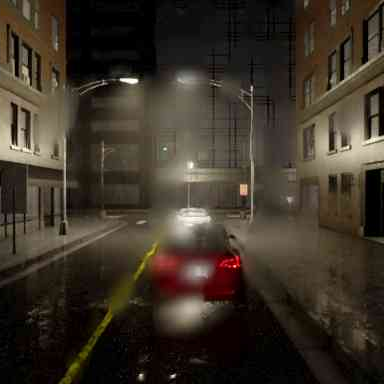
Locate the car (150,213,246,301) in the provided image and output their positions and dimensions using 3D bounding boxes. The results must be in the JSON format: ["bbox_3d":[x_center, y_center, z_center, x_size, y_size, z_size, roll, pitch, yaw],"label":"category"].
[{"bbox_3d":[0.108,1.507,8.407,2.163,1.488,4.792,0,0,0],"label":"car"}]

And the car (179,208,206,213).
[{"bbox_3d":[0.011,1.609,19.635,1.895,1.301,4.718,0,0,-2],"label":"car"}]
